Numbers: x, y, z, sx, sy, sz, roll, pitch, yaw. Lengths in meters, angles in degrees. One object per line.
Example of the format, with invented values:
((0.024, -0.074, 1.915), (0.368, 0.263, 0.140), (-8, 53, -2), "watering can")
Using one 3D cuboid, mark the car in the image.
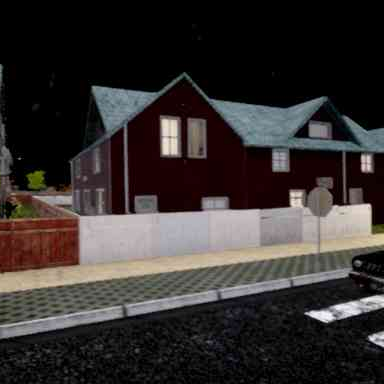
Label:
((5.648, 1.545, 7.352), (4.718, 1.301, 1.895), (-1, 0, -30), "car")
